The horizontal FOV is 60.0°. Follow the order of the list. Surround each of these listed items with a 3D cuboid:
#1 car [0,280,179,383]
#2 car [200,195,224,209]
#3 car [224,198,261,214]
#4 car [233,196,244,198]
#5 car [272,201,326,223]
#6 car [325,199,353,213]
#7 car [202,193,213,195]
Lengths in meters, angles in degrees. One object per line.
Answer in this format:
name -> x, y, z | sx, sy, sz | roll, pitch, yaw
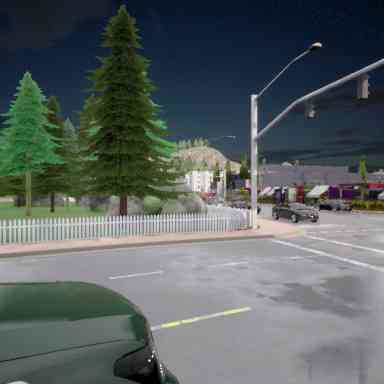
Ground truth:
car -> -2.744, 1.221, 1.679 | 5.566, 2.045, 2.150 | 0, 0, -36
car -> 2.868, 1.547, 44.236 | 2.128, 1.511, 4.902 | 0, 0, -16
car -> 5.483, 1.656, 35.250 | 1.895, 1.301, 4.718 | 0, 0, -16
car -> 8.561, 1.560, 62.930 | 1.837, 1.490, 4.892 | 0, 0, -16
car -> 8.071, 1.560, 26.343 | 1.837, 1.490, 4.892 | 0, 0, -14
car -> 15.914, 1.547, 37.587 | 2.128, 1.511, 4.902 | 0, 0, -16
car -> 2.985, 1.277, 69.612 | 2.150, 2.045, 5.566 | 0, 0, -16
